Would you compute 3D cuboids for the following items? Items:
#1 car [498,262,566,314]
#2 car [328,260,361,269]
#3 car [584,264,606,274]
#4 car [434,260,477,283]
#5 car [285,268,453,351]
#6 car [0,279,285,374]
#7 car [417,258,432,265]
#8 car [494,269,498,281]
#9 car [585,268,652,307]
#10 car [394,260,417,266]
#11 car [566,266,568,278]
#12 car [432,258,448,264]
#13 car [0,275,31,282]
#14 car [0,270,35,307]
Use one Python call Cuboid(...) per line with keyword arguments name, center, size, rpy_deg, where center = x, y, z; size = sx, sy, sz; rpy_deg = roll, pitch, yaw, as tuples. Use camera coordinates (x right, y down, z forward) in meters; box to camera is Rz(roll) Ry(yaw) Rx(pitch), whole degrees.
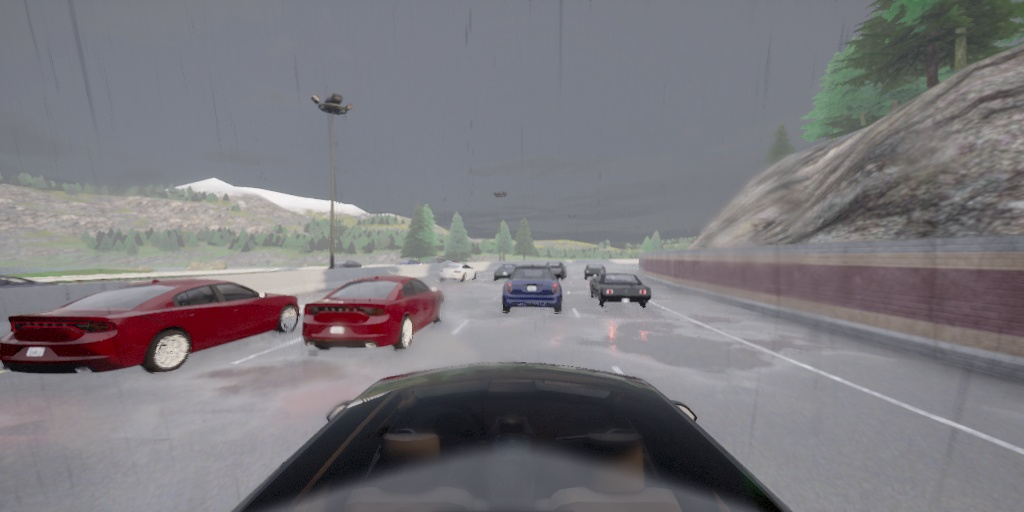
Cuboid(name="car", center=(0.868, 1.114, 14.121), size=(2.097, 1.767, 4.553), rpy_deg=(0, 0, 5))
Cuboid(name="car", center=(-21.489, 1.241, 46.215), size=(1.812, 1.442, 4.674), rpy_deg=(0, 0, 17))
Cuboid(name="car", center=(7.692, 1.399, 32.973), size=(1.895, 1.301, 4.718), rpy_deg=(0, 0, 14))
Cuboid(name="car", center=(-4.141, 1.282, 28.028), size=(1.812, 1.442, 4.674), rpy_deg=(0, 0, 11))
Cuboid(name="car", center=(-3.069, 1.223, 9.071), size=(1.882, 1.535, 5.008), rpy_deg=(0, 0, 3))
Cuboid(name="car", center=(-6.660, 1.211, 7.563), size=(1.882, 1.535, 5.008), rpy_deg=(0, 0, 2))
Cuboid(name="car", center=(-11.623, 1.104, 53.849), size=(2.097, 1.767, 4.553), rpy_deg=(0, 0, 21))
Cuboid(name="car", center=(-0.153, 1.335, 30.042), size=(1.994, 1.385, 4.181), rpy_deg=(0, 0, 12))
Cuboid(name="car", center=(4.496, 1.376, 15.611), size=(1.895, 1.301, 4.718), rpy_deg=(0, 0, 6))
Cuboid(name="car", center=(-15.588, 1.265, 53.184), size=(1.812, 1.442, 4.674), rpy_deg=(0, 0, 19))
Cuboid(name="car", center=(3.815, 1.272, 31.693), size=(2.128, 1.511, 4.902), rpy_deg=(0, 0, 13))
Cuboid(name="car", center=(-9.004, 1.284, 50.799), size=(1.812, 1.442, 4.674), rpy_deg=(0, 0, 19))
Cuboid(name="car", center=(-17.132, 1.266, 11.133), size=(1.994, 1.385, 4.181), rpy_deg=(0, 0, 4))
Cuboid(name="car", center=(-20.540, 1.256, 12.561), size=(1.994, 1.385, 4.181), rpy_deg=(0, 0, 5))
